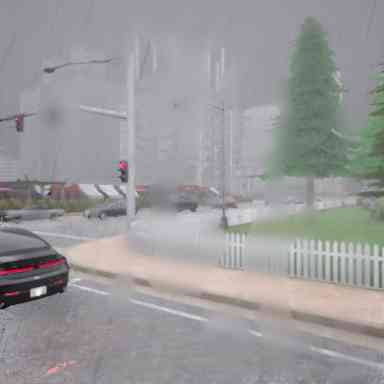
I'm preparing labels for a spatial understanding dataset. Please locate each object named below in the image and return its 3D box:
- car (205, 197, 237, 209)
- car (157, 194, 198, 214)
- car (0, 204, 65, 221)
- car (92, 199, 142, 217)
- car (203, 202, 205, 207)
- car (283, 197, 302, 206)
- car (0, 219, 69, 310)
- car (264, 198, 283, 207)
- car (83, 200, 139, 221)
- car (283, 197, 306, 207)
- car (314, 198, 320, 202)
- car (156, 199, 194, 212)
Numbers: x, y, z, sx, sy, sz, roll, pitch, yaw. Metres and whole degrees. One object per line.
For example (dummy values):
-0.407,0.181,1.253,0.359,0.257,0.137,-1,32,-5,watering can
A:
4.232,1.411,45.015,2.097,1.767,4.553,0,0,35,car
-1.499,1.280,36.570,2.150,2.045,5.566,0,0,34,car
-12.697,1.668,26.372,1.895,1.301,4.718,0,0,36,car
-7.538,1.545,33.888,1.882,1.535,5.008,0,0,34,car
3.516,1.573,50.179,1.837,1.490,4.892,0,0,35,car
17.640,1.575,58.279,1.812,1.442,4.674,0,0,34,car
-4.707,1.527,7.341,4.892,1.490,1.837,0,0,36,car
12.591,1.575,50.811,1.812,1.442,4.674,0,0,34,car
-6.996,1.549,28.439,2.128,1.511,4.902,0,0,34,car
15.331,1.641,48.615,1.895,1.301,4.718,0,0,34,car
20.356,1.604,56.053,1.994,1.385,4.181,0,0,34,car
-2.030,1.615,42.029,2.033,1.411,5.357,0,0,34,car
